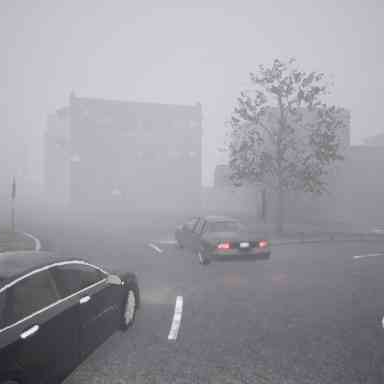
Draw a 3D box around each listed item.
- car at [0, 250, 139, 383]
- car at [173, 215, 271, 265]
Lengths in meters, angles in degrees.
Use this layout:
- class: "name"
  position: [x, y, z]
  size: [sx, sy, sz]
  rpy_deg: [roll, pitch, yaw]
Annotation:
- class: "car"
  position: [-2.176, 1.504, 4.164]
  size: [1.837, 1.490, 4.892]
  rpy_deg: [1, 0, 11]
- class: "car"
  position: [0.766, 1.531, 11.756]
  size: [2.033, 1.411, 5.357]
  rpy_deg: [0, 0, -16]
